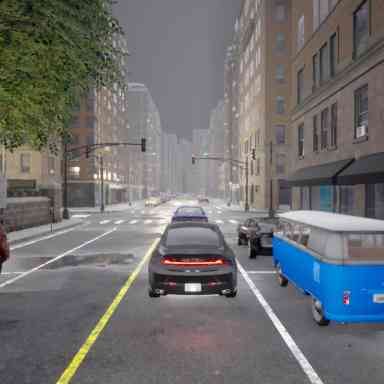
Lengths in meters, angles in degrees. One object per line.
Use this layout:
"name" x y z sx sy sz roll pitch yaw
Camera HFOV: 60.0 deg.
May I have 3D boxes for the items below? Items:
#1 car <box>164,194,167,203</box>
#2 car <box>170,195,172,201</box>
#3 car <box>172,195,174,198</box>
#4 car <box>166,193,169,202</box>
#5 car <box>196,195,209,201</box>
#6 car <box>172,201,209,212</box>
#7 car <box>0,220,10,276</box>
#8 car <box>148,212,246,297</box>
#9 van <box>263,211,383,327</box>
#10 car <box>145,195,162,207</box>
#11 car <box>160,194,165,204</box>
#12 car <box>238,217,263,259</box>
"car" -6.142 1.514 61.265 1.887 1.381 4.507 0 0 0
"car" -6.270 1.523 77.617 2.008 1.369 4.403 0 0 0
"car" -6.313 1.289 83.068 2.192 1.841 5.009 0 0 0
"car" -6.185 1.514 66.716 1.887 1.381 4.507 0 0 0
"car" 2.339 1.409 66.818 1.967 1.590 4.097 0 0 0
"car" -0.103 1.472 18.020 1.882 1.535 5.008 0 0 0
"car" -5.716 1.314 6.676 2.192 1.841 5.009 0 0 0
"car" 0.009 1.503 8.525 1.837 1.490 4.892 0 0 0
"van" 2.808 1.340 6.783 1.690 1.788 3.998 0 0 0
"car" -6.056 1.498 50.194 1.752 1.417 4.829 0 0 0
"car" -6.099 1.521 55.814 2.008 1.369 4.403 0 0 0
"car" 2.765 1.563 12.443 1.947 1.339 4.313 0 0 0
